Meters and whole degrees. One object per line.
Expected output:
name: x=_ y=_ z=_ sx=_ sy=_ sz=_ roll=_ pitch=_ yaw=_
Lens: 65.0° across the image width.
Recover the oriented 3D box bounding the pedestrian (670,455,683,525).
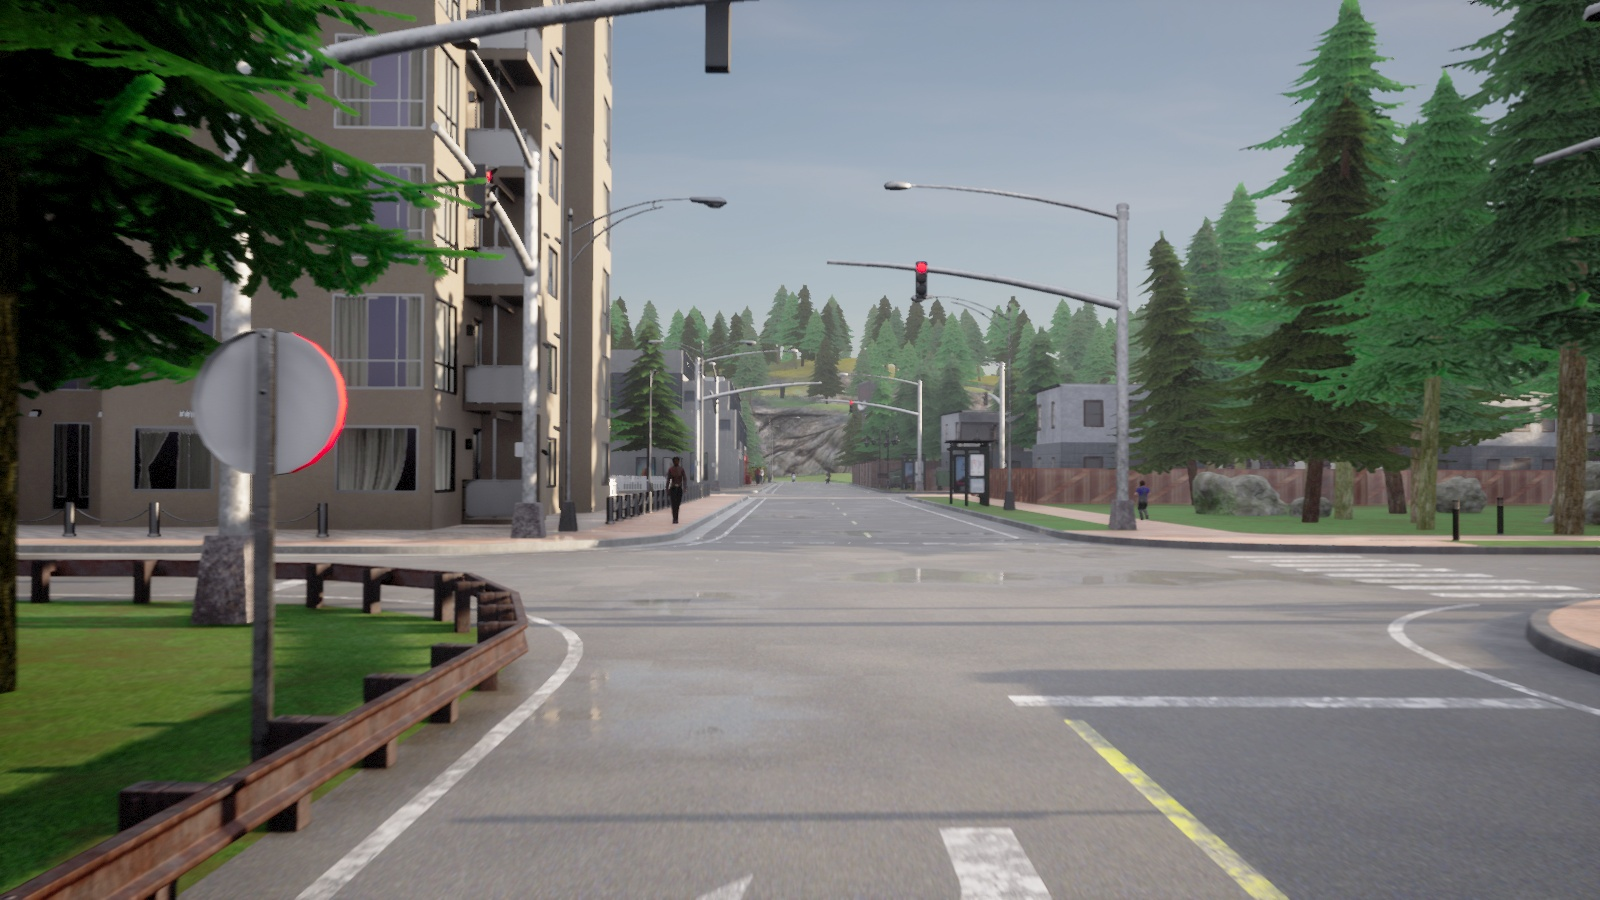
pedestrian: x=-3.239 y=1.040 z=32.930 sx=0.328 sy=1.805 sz=0.869 roll=0 pitch=-1 yaw=-4

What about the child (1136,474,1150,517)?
child: x=10.057 y=1.327 z=36.846 sx=0.270 sy=1.263 sz=0.437 roll=0 pitch=-1 yaw=-3
